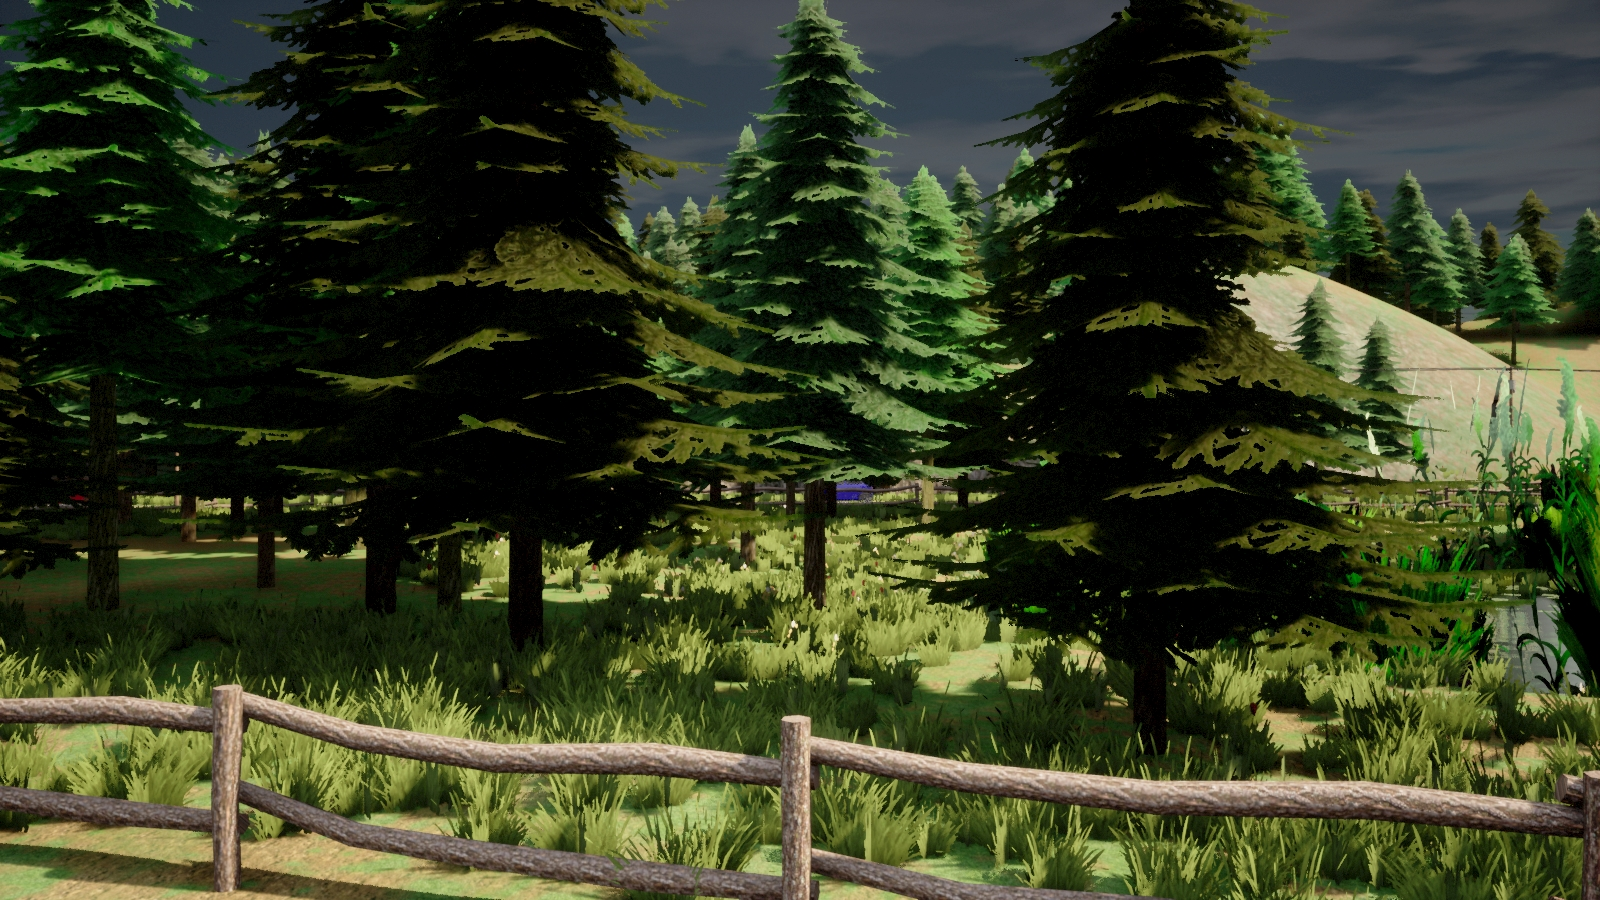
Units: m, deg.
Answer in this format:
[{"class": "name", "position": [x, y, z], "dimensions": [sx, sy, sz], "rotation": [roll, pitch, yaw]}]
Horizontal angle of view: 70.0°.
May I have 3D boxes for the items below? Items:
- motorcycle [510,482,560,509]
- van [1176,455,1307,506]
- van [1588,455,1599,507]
[{"class": "motorcycle", "position": [-12.812, 2.178, 55.221], "dimensions": [2.209, 1.251, 0.867], "rotation": [0, 0, 14]}, {"class": "van", "position": [22.513, 1.535, 58.468], "dimensions": [5.915, 2.561, 1.988], "rotation": [0, 0, 7]}, {"class": "van", "position": [42.277, 1.535, 55.880], "dimensions": [5.915, 2.561, 1.988], "rotation": [0, 0, 9]}]
